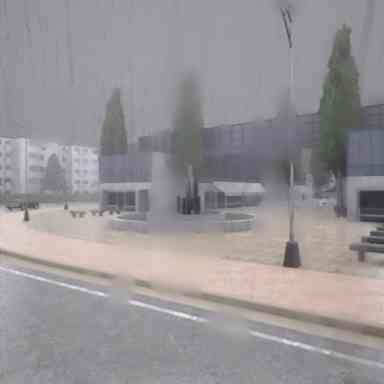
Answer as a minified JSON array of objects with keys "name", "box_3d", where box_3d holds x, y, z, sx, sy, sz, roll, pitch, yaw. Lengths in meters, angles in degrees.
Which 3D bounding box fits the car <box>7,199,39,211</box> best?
[{"name":"car","box_3d":[-21.742,1.606,42.999,2.128,1.511,4.902,0,0,5]}]
